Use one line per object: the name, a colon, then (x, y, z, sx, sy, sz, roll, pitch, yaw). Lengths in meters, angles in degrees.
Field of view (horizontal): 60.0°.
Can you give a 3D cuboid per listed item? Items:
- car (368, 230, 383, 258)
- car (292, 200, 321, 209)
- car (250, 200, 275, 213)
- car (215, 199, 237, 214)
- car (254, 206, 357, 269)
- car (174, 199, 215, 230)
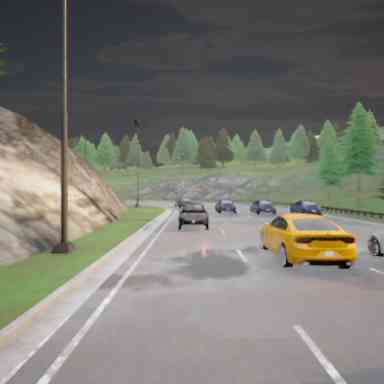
car: (7.099, 1.515, 9.791, 1.812, 1.442, 4.674, 0, 0, 0)
car: (10.589, 1.492, 31.233, 1.812, 1.442, 4.674, 0, 0, 0)
car: (7.075, 1.489, 33.393, 1.812, 1.442, 4.674, 0, 0, -1)
car: (3.514, 1.487, 35.415, 1.812, 1.442, 4.674, 0, 0, -2)
car: (3.598, 1.465, 11.196, 1.882, 1.535, 5.008, 0, 0, 0)
car: (0.096, 1.468, 21.186, 2.128, 1.511, 4.902, 0, 0, 0)
